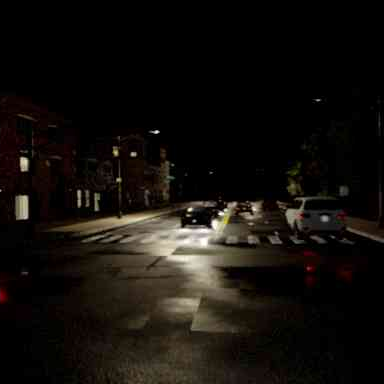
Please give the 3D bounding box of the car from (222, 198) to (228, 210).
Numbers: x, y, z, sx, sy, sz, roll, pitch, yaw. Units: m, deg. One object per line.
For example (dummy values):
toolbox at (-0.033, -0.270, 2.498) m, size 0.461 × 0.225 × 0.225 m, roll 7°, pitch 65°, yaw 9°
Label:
car at (3.051, 1.814, 41.766) m, size 1.994 × 1.385 × 4.181 m, roll -1°, pitch 0°, yaw 8°

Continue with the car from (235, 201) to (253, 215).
car at (5.669, 1.725, 36.273) m, size 2.033 × 1.411 × 5.357 m, roll -1°, pitch 0°, yaw 8°

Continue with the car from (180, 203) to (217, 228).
car at (0.427, 1.722, 23.715) m, size 1.994 × 1.385 × 4.181 m, roll -1°, pitch 0°, yaw 8°

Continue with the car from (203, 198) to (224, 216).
car at (1.663, 1.694, 32.407) m, size 2.128 × 1.511 × 4.902 m, roll -1°, pitch 0°, yaw 8°

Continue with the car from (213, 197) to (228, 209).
car at (4.469, 1.653, 51.788) m, size 2.097 × 1.767 × 4.553 m, roll -1°, pitch 0°, yaw 8°

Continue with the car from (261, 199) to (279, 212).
car at (9.725, 1.640, 41.766) m, size 1.882 × 1.535 × 5.008 m, roll -1°, pitch 0°, yaw 8°

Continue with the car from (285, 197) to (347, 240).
car at (6.294, 1.260, 17.461) m, size 2.150 × 2.045 × 5.566 m, roll -1°, pitch 0°, yaw 8°
